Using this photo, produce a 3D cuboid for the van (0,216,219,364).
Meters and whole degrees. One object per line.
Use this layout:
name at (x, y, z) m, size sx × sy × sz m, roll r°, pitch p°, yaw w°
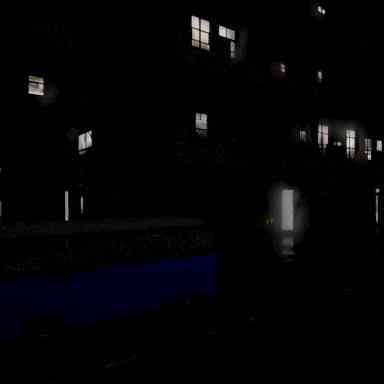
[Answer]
van at (-1.416, 1.341, 5.555) m, size 3.998 × 1.788 × 1.690 m, roll 0°, pitch 0°, yaw -35°
